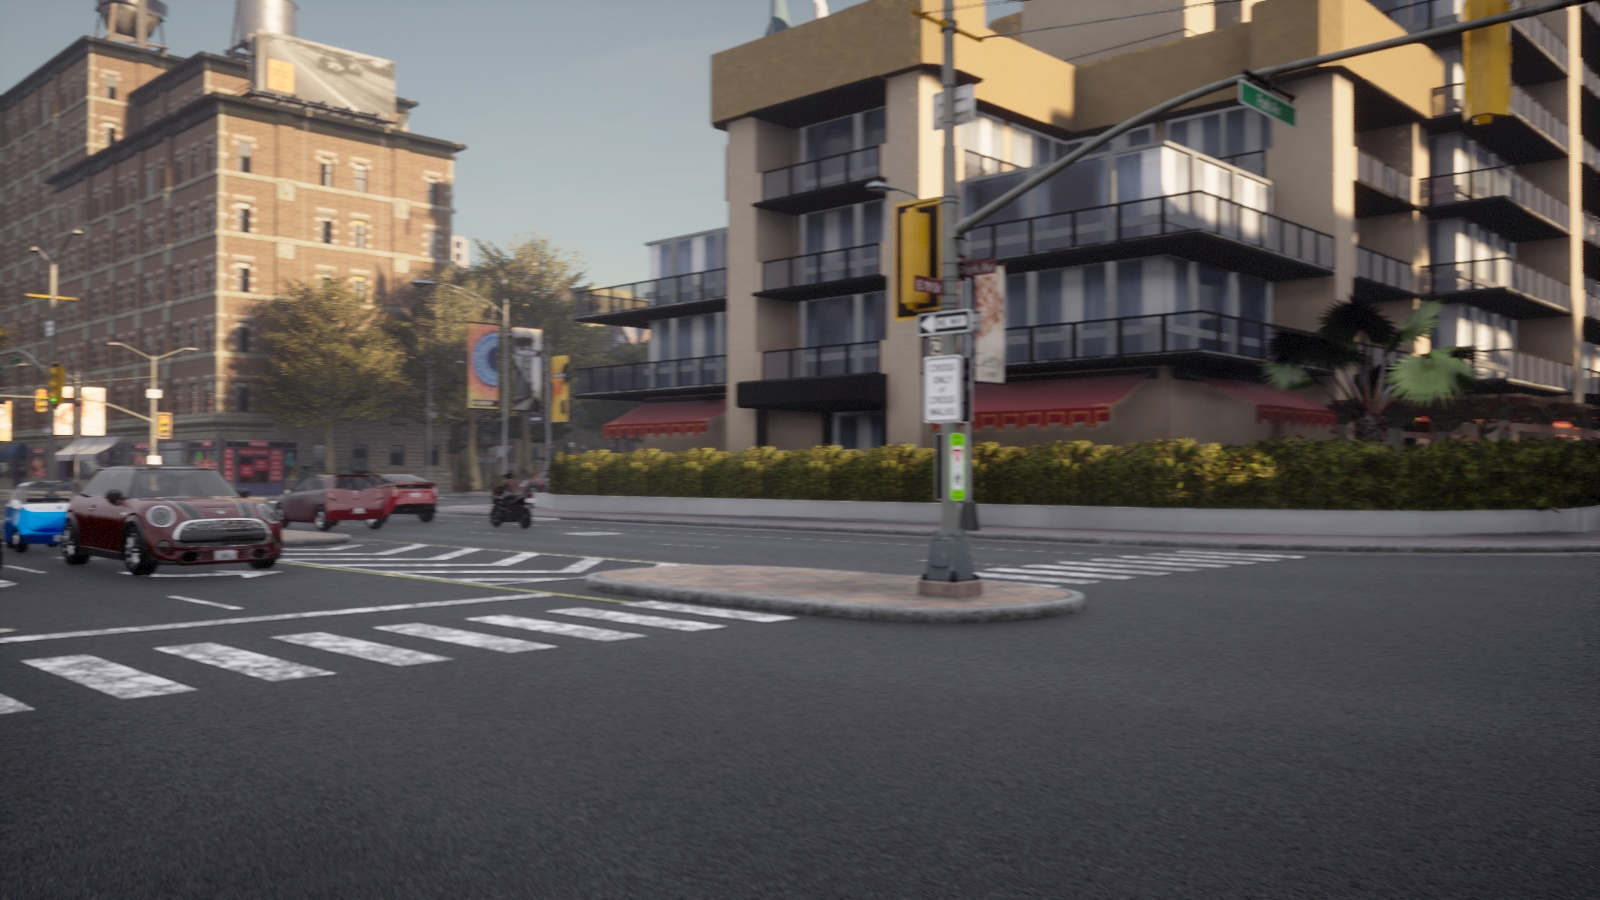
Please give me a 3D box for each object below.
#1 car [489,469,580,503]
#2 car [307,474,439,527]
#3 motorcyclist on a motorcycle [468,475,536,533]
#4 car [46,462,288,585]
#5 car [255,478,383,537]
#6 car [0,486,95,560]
[{"bbox_3d":[-14.721,1.975,69.675,2.097,1.767,4.553,-1,-1,43],"label":"car"},{"bbox_3d":[-13.299,1.531,38.976,4.514,1.525,2.007,-1,-1,43],"label":"car"},{"bbox_3d":[-8.097,1.441,34.095,2.044,1.523,0.797,-1,-1,43],"label":"motorcyclist on a motorcycle"},{"bbox_3d":[-10.366,1.104,20.406,4.553,1.767,2.097,-1,-1,43],"label":"car"},{"bbox_3d":[-13.050,1.512,33.966,3.633,1.501,1.845,-1,-1,43],"label":"car"},{"bbox_3d":[-15.244,1.419,25.024,2.207,1.376,1.481,-2,-2,43],"label":"car"}]
